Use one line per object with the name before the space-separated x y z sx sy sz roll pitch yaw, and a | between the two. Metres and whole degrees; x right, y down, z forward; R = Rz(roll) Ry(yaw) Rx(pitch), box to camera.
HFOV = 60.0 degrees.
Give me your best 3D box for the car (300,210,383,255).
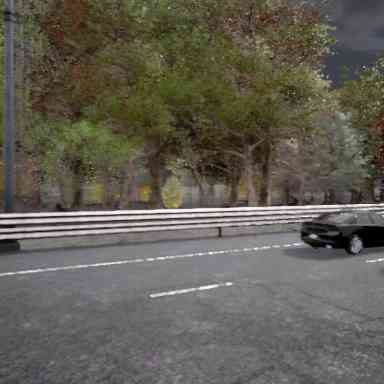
car | 6.497 1.440 13.060 5.008 1.535 1.882 0 0 -29
